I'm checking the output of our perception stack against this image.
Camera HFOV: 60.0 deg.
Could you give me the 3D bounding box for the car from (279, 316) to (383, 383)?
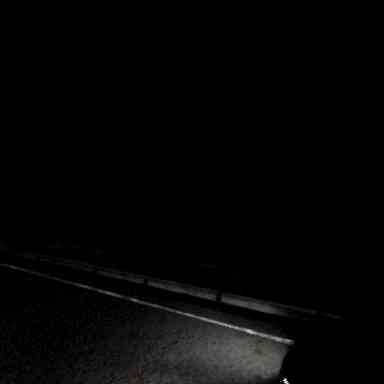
[{"bbox_3d":[2.964,1.508,1.929,4.892,1.490,1.837,0,0,35],"label":"car"}]
